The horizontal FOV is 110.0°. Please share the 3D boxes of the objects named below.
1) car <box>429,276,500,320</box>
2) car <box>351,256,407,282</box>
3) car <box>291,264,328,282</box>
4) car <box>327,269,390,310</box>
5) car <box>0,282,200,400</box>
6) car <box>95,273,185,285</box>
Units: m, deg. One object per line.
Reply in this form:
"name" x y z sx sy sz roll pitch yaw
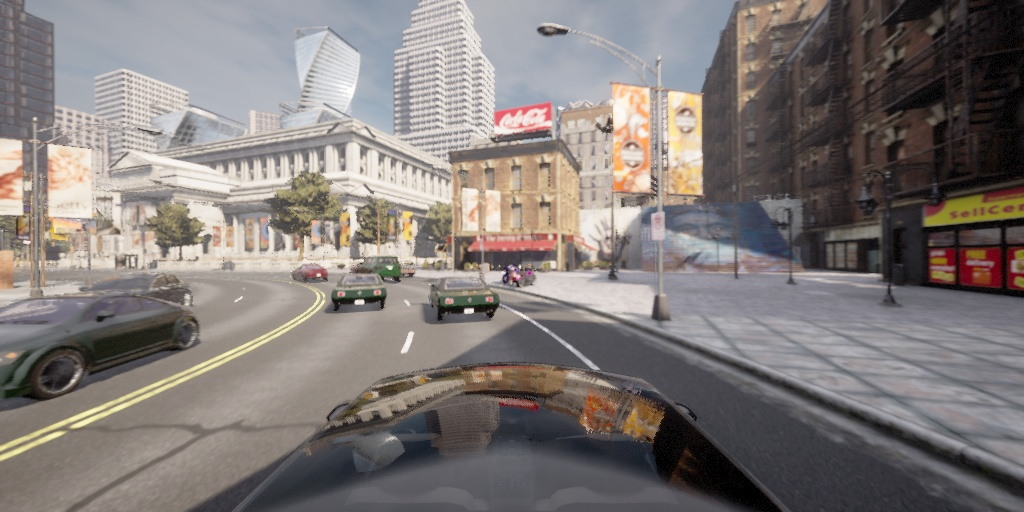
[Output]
"car" -1.897 1.354 12.817 1.895 1.301 4.718 -1 0 -16
"car" -10.840 1.033 28.968 2.150 2.045 5.566 0 0 -39
"car" -17.330 1.393 30.720 4.674 1.442 1.812 0 0 45
"car" -6.342 1.390 15.063 1.895 1.301 4.718 -1 0 -22
"car" -7.747 1.377 6.271 1.994 1.385 4.181 0 0 -10
"car" -13.043 1.359 12.470 1.837 1.490 4.892 0 -1 -23
